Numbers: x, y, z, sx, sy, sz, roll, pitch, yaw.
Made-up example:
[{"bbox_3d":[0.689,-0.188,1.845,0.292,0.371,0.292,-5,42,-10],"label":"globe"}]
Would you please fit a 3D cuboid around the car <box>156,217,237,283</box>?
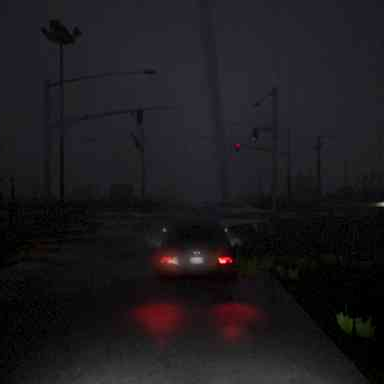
[{"bbox_3d":[0.095,1.408,9.311,2.033,1.411,5.357,0,1,0],"label":"car"}]
